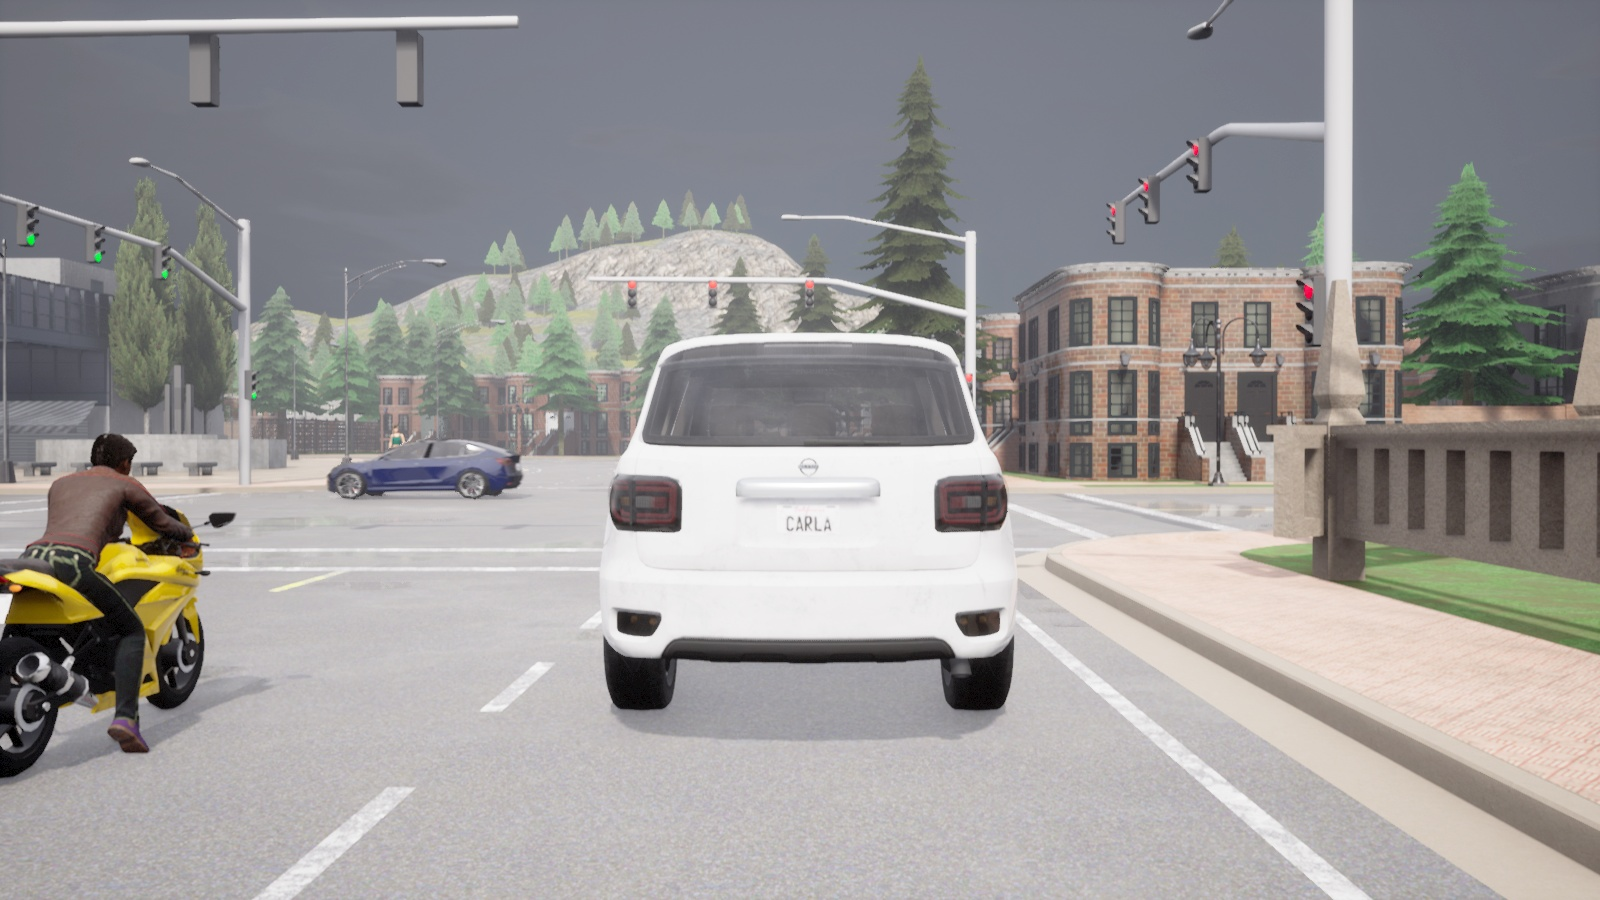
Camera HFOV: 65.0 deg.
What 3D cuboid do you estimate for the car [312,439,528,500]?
[{"bbox_3d":[-9.486,0.474,31.678,4.792,1.488,2.163,0,0,0],"label":"car"}]

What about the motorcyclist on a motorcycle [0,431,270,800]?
[{"bbox_3d":[-3.452,0.674,6.192,0.797,1.523,2.044,0,0,0],"label":"motorcyclist on a motorcycle"}]

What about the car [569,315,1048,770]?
[{"bbox_3d":[0.059,0.395,8.434,2.150,2.045,5.566,0,0,0],"label":"car"}]

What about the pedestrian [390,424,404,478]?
[{"bbox_3d":[-13.696,0.038,42.662,0.345,1.836,0.594,0,0,-6],"label":"pedestrian"}]
